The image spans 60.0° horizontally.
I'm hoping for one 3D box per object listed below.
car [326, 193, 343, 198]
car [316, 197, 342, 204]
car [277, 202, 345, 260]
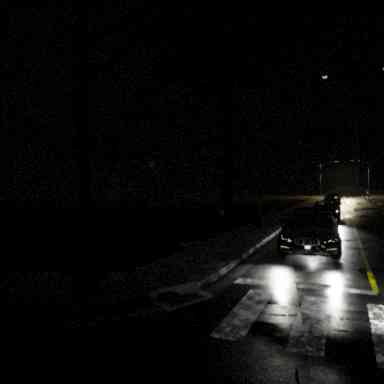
[{"bbox_3d":[17.086,0.908,40.326,1.837,1.490,4.892,-1,0,25],"label":"car"},{"bbox_3d":[9.334,1.258,23.132,1.895,1.301,4.718,-1,0,24],"label":"car"},{"bbox_3d":[4.276,1.329,11.933,1.837,1.490,4.892,-1,0,22],"label":"car"}]
